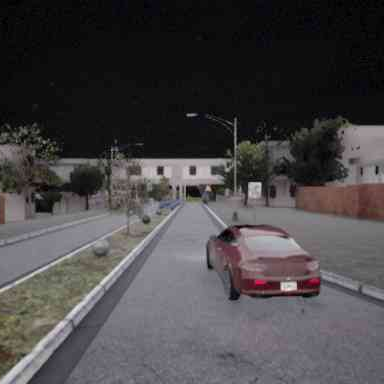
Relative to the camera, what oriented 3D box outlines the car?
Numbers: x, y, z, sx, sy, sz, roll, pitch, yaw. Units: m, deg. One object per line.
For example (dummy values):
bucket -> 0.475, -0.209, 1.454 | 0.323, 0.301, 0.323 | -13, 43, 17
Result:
car -> 1.501, 1.523, 8.285 | 1.812, 1.442, 4.674 | 0, 0, -6
